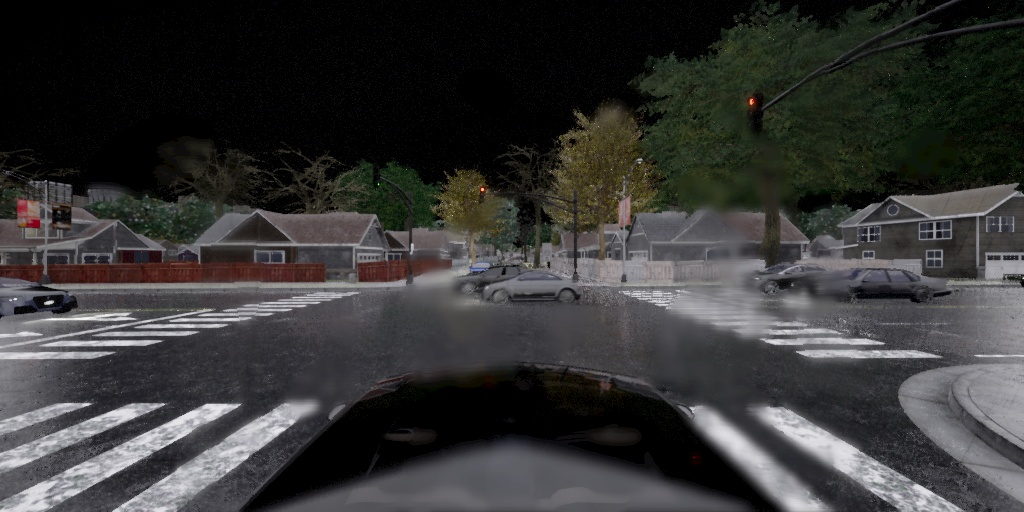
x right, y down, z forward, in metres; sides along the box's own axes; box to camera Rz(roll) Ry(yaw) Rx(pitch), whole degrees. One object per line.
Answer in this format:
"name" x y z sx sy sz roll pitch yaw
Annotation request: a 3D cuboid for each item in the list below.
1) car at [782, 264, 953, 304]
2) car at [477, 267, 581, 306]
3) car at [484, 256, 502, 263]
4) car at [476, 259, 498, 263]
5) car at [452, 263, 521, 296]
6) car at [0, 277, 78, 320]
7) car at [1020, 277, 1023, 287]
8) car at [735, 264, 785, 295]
"car" 14.942 1.199 15.073 5.357 1.411 2.033 0 0 1
"car" 0.814 1.310 15.294 4.181 1.385 1.994 0 0 1
"car" -2.400 0.994 41.647 2.150 2.045 5.566 0 0 1
"car" -2.594 1.241 31.411 1.882 1.535 5.008 0 0 1
"car" -0.612 1.260 18.567 4.892 1.490 1.837 0 0 1
"car" -17.598 1.410 12.136 4.181 1.385 1.994 0 0 1
"car" 29.010 1.077 18.092 4.892 1.490 1.837 0 0 1
"car" 14.165 1.145 18.330 4.902 1.511 2.128 0 0 1
